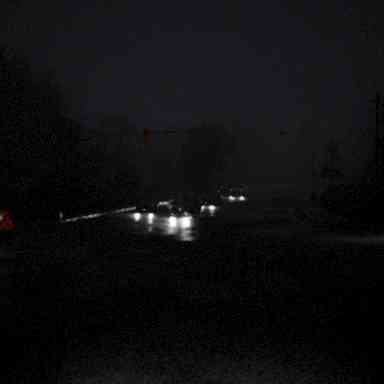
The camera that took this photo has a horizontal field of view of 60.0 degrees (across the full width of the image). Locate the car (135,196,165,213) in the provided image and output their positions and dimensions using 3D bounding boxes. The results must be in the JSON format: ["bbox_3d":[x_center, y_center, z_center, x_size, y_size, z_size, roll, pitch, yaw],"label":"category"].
[{"bbox_3d":[-3.480,1.047,31.027,2.033,1.411,5.357,0,2,13],"label":"car"}]

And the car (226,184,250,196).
[{"bbox_3d":[7.539,-0.382,52.331,2.097,1.767,4.553,0,4,24],"label":"car"}]

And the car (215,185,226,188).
[{"bbox_3d":[4.598,-0.296,54.342,1.837,1.490,4.892,0,4,25],"label":"car"}]

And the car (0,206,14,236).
[{"bbox_3d":[-10.405,1.153,14.432,4.553,1.767,2.097,0,1,0],"label":"car"}]

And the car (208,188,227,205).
[{"bbox_3d":[2.295,0.708,38.863,2.033,1.411,5.357,0,3,17],"label":"car"}]

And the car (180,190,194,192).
[{"bbox_3d":[-0.771,0.615,40.555,1.837,1.490,4.892,0,3,18],"label":"car"}]

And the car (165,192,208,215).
[{"bbox_3d":[-0.385,1.049,28.734,2.128,1.511,4.902,0,2,13],"label":"car"}]
